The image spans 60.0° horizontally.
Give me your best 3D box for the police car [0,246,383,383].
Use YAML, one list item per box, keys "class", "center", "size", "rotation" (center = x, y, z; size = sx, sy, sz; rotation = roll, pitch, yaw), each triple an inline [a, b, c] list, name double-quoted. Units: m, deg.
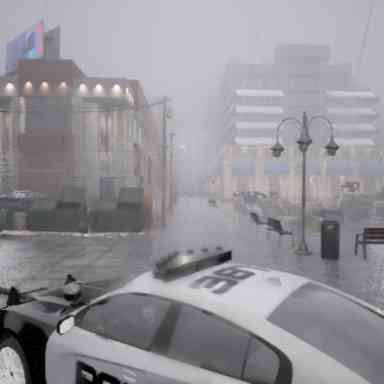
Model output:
- class: "police car"
  center: [-0.097, 1.415, 3.319]
  size: [5.238, 1.638, 1.930]
  rotation: [0, 0, 35]
